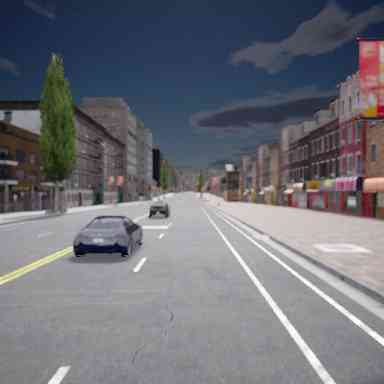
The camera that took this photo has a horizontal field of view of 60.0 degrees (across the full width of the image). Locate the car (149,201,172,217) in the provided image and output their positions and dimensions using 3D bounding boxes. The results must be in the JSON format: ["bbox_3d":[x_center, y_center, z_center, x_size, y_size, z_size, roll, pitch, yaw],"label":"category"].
[{"bbox_3d":[-3.150,1.707,33.224,1.837,1.490,4.892,0,0,0],"label":"car"}]

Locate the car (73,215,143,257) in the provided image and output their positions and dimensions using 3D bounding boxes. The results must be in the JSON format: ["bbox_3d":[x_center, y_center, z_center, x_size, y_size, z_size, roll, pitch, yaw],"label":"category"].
[{"bbox_3d":[-3.151,1.615,13.211,1.994,1.385,4.181,0,0,0],"label":"car"}]
